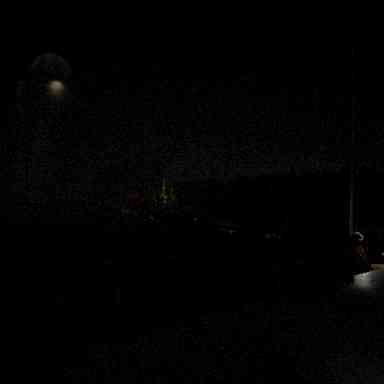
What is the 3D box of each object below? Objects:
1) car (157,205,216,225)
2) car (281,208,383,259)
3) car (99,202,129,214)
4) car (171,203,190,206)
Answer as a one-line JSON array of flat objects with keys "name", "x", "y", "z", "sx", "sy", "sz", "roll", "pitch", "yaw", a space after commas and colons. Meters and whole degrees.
[{"name": "car", "x": -0.429, "y": 1.849, "z": 23.134, "sx": 1.895, "sy": 1.301, "sz": 4.718, "roll": 1, "pitch": -1, "yaw": -36}, {"name": "car", "x": 5.585, "y": 1.497, "z": 13.160, "sx": 2.097, "sy": 1.767, "sz": 4.553, "roll": 0, "pitch": -1, "yaw": -22}, {"name": "car", "x": -8.046, "y": 1.779, "z": 33.837, "sx": 2.128, "sy": 1.511, "sz": 4.902, "roll": 1, "pitch": -1, "yaw": -35}, {"name": "car", "x": -1.336, "y": 1.782, "z": 30.059, "sx": 1.882, "sy": 1.535, "sz": 5.008, "roll": 1, "pitch": -1, "yaw": -36}]
